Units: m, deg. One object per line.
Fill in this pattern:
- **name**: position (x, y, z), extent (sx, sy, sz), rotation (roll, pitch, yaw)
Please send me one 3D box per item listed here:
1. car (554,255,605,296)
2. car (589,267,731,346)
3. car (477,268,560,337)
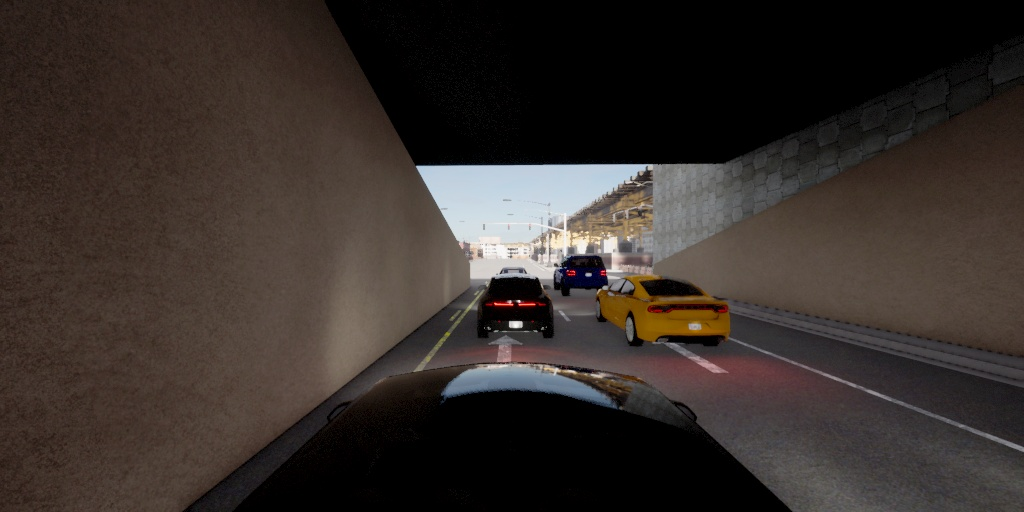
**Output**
- **car**: position (3.578, 0.971, 19.448), extent (2.150, 2.045, 5.566), rotation (0, 0, 0)
- **car**: position (3.578, 1.228, 9.478), extent (1.882, 1.535, 5.008), rotation (0, 0, 0)
- **car**: position (0.081, 1.255, 10.279), extent (1.837, 1.490, 4.892), rotation (0, 0, 0)
